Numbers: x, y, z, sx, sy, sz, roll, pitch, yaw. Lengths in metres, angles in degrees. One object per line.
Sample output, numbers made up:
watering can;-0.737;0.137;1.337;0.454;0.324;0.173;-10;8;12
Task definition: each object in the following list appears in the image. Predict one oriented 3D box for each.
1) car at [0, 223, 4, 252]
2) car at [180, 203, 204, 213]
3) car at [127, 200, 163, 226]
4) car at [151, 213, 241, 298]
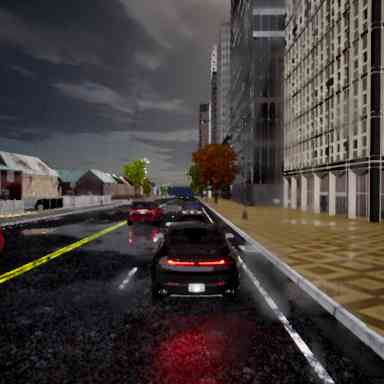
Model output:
car;-6.627;1.220;7.551;2.150;2.045;5.566;0;0;0
car;-0.006;1.562;27.071;2.033;1.411;5.357;0;0;0
car;-3.243;1.362;23.862;2.097;1.767;4.553;0;0;0
car;0.070;1.504;8.494;1.837;1.490;4.892;0;0;0
